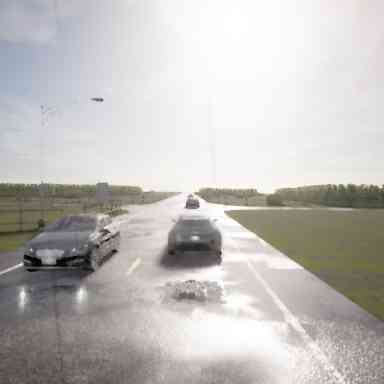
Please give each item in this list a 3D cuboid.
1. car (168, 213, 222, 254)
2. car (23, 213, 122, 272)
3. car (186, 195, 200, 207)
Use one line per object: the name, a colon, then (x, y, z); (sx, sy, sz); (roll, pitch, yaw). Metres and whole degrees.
car: (0.105, 1.544, 13.345); (1.994, 1.385, 4.181); (0, 0, 0)
car: (-3.590, 1.475, 10.794); (2.128, 1.511, 4.902); (0, 0, 0)
car: (0.091, 1.479, 48.308); (1.994, 1.385, 4.181); (0, 0, 0)
